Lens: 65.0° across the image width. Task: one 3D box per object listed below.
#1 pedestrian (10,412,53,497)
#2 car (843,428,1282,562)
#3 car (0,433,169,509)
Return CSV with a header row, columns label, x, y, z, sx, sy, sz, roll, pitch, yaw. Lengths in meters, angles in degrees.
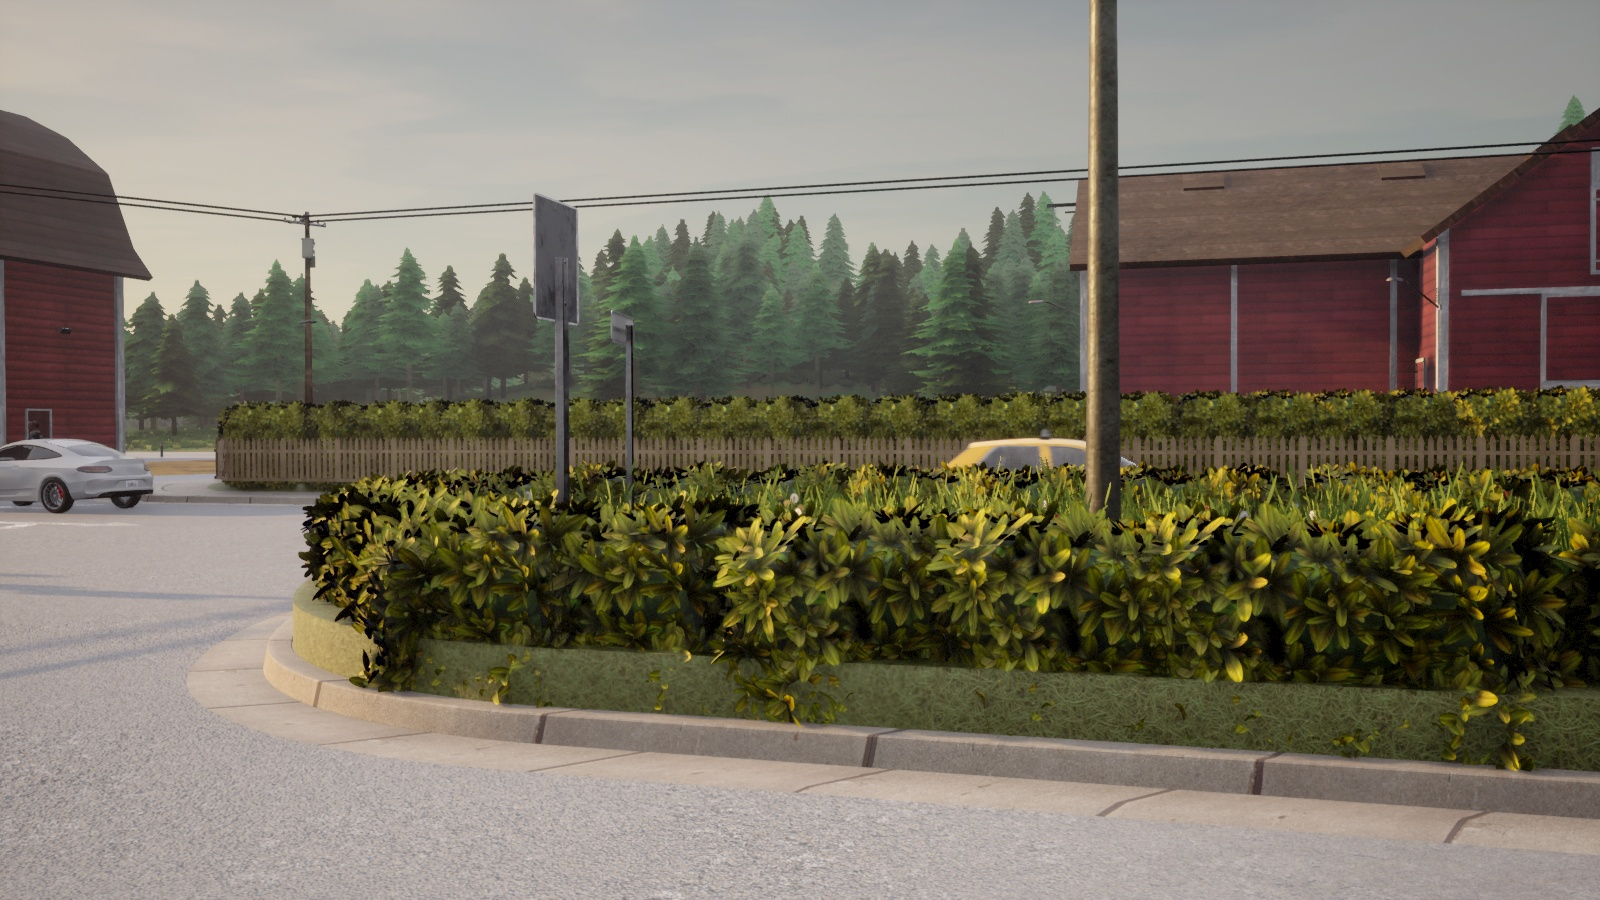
label,x,y,z,sx,sy,sz,roll,pitch,yaw
pedestrian,-16.986,0.101,27.768,0.720,1.854,0.376,0,1,-16
car,3.386,0.514,16.519,5.366,1.575,1.801,0,1,16
car,-15.442,0.383,25.650,4.674,1.442,1.812,1,1,19
